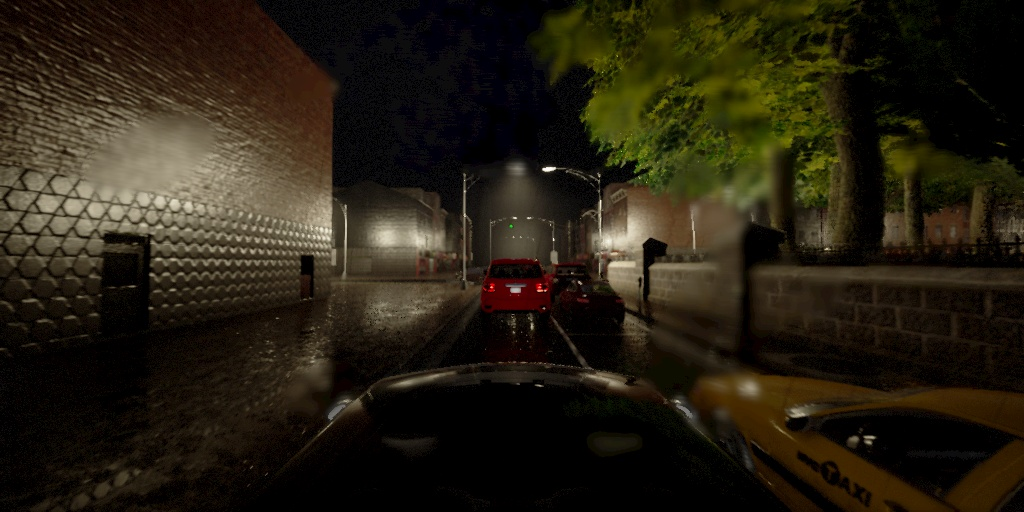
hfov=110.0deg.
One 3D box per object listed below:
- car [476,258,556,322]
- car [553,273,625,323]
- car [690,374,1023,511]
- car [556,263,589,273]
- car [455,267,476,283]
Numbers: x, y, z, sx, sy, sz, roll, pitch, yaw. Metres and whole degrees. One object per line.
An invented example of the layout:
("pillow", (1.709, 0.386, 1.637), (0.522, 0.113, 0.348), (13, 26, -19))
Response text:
("car", (0.107, 1.112, 13.100), (2.150, 2.045, 5.566), (0, 0, 0))
("car", (2.645, 1.463, 12.445), (1.802, 1.307, 4.207), (0, 0, 0))
("car", (2.639, 1.274, 1.718), (1.751, 1.417, 4.829), (0, 0, 0))
("car", (2.647, 1.265, 17.894), (2.192, 1.841, 5.009), (0, 0, 0))
("car", (-2.816, 1.684, 31.353), (2.033, 1.411, 5.357), (1, -2, -43))
